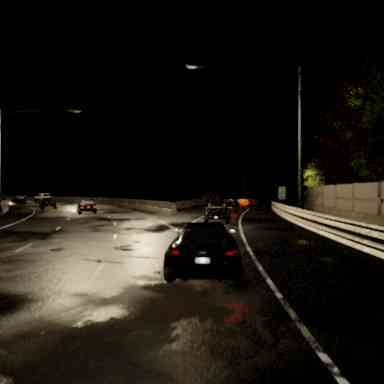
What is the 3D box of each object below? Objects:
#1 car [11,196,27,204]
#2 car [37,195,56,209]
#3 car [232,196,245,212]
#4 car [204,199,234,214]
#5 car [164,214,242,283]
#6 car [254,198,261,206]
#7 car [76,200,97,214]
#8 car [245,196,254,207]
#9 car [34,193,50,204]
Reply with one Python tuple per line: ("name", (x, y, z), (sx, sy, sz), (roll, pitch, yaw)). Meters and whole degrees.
("car", (-34.830, 1.605, 66.909), (2.128, 1.511, 4.902), (0, 0, -43))
("car", (-19.784, 1.561, 45.573), (1.837, 1.490, 4.892), (0, 0, -28))
("car", (4.749, 1.550, 39.883), (2.128, 1.511, 4.902), (0, 0, 13))
("car", (2.051, 1.542, 25.907), (1.837, 1.490, 4.892), (0, 0, 8))
("car", (0.354, 1.578, 9.793), (1.994, 1.385, 4.181), (0, 0, 3))
("car", (12.437, 1.979, 68.881), (2.097, 1.767, 4.553), (0, -3, 15))
("car", (-11.538, 1.594, 36.379), (2.033, 1.411, 5.357), (0, 0, -22))
("car", (8.613, 1.512, 54.724), (2.097, 1.767, 4.553), (0, -1, 15))
("car", (-29.814, 1.306, 66.541), (2.150, 2.045, 5.566), (0, 0, -40))
